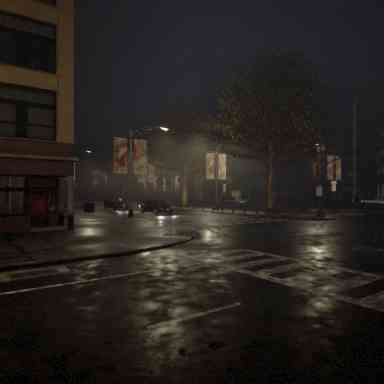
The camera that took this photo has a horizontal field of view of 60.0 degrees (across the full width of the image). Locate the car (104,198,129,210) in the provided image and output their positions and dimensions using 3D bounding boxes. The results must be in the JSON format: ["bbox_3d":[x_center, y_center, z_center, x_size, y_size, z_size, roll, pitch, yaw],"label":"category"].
[{"bbox_3d":[-9.662,1.492,42.307,2.128,1.511,4.902,0,0,-36],"label":"car"}]

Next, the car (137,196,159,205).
[{"bbox_3d":[-8.022,1.505,59.875,1.837,1.490,4.892,0,0,-36],"label":"car"}]

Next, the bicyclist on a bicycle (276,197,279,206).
[{"bbox_3d":[12.657,1.300,50.568,1.656,1.620,0.582,0,0,-36],"label":"bicyclist on a bicycle"}]

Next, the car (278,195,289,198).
[{"bbox_3d":[18.470,1.320,69.180,2.002,1.452,4.674,0,0,-36],"label":"car"}]

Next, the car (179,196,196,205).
[{"bbox_3d":[-1.320,1.477,56.703,1.882,1.535,5.008,0,0,-36],"label":"car"}]

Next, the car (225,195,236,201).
[{"bbox_3d":[8.006,1.413,76.680,2.161,1.482,4.786,0,0,-36],"label":"car"}]

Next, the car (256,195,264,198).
[{"bbox_3d":[17.668,1.463,83.113,1.895,1.301,4.718,0,0,-36],"label":"car"}]

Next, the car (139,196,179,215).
[{"bbox_3d":[-3.689,1.505,33.934,1.837,1.490,4.892,0,0,-36],"label":"car"}]
